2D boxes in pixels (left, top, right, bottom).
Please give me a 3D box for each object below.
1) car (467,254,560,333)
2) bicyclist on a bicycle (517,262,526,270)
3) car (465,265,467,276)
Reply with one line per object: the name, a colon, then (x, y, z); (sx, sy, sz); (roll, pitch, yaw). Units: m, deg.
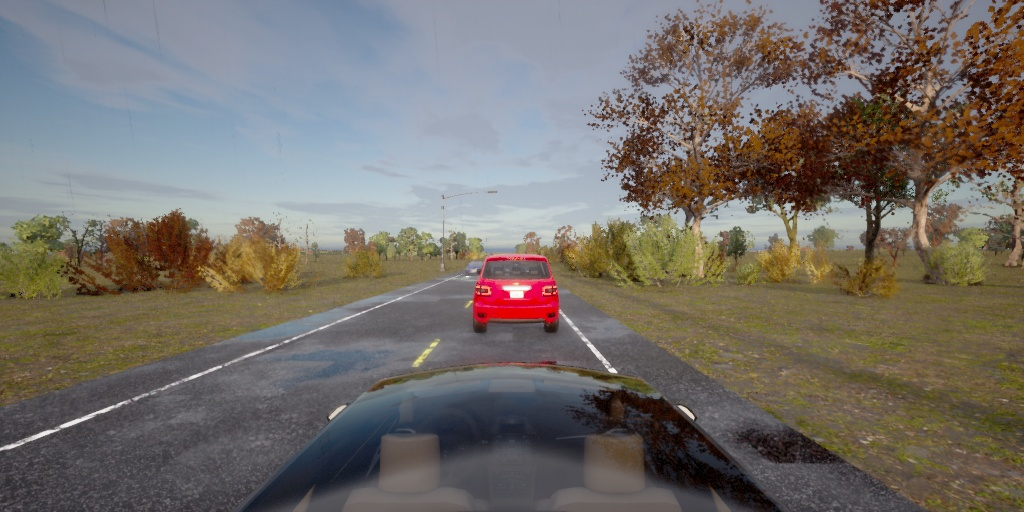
car: (0.084, 0.968, 10.842); (2.150, 2.045, 5.566); (0, 0, -1)
bicyclist on a bicycle: (0.877, 1.110, 30.020); (0.659, 1.776, 1.843); (0, 0, 0)
car: (-3.738, 1.263, 37.332); (1.812, 1.442, 4.674); (0, 0, 0)
